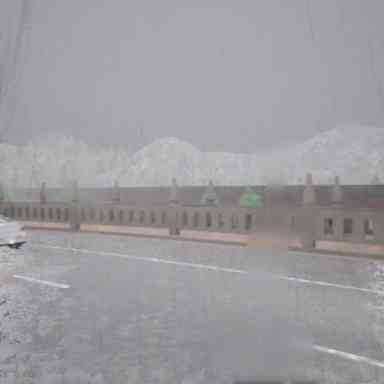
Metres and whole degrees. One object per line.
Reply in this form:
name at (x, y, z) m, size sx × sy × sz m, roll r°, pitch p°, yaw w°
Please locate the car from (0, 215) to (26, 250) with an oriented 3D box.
car at (-8.373, 1.503, 12.750) m, size 4.674 × 1.442 × 1.812 m, roll 0°, pitch 0°, yaw 28°
